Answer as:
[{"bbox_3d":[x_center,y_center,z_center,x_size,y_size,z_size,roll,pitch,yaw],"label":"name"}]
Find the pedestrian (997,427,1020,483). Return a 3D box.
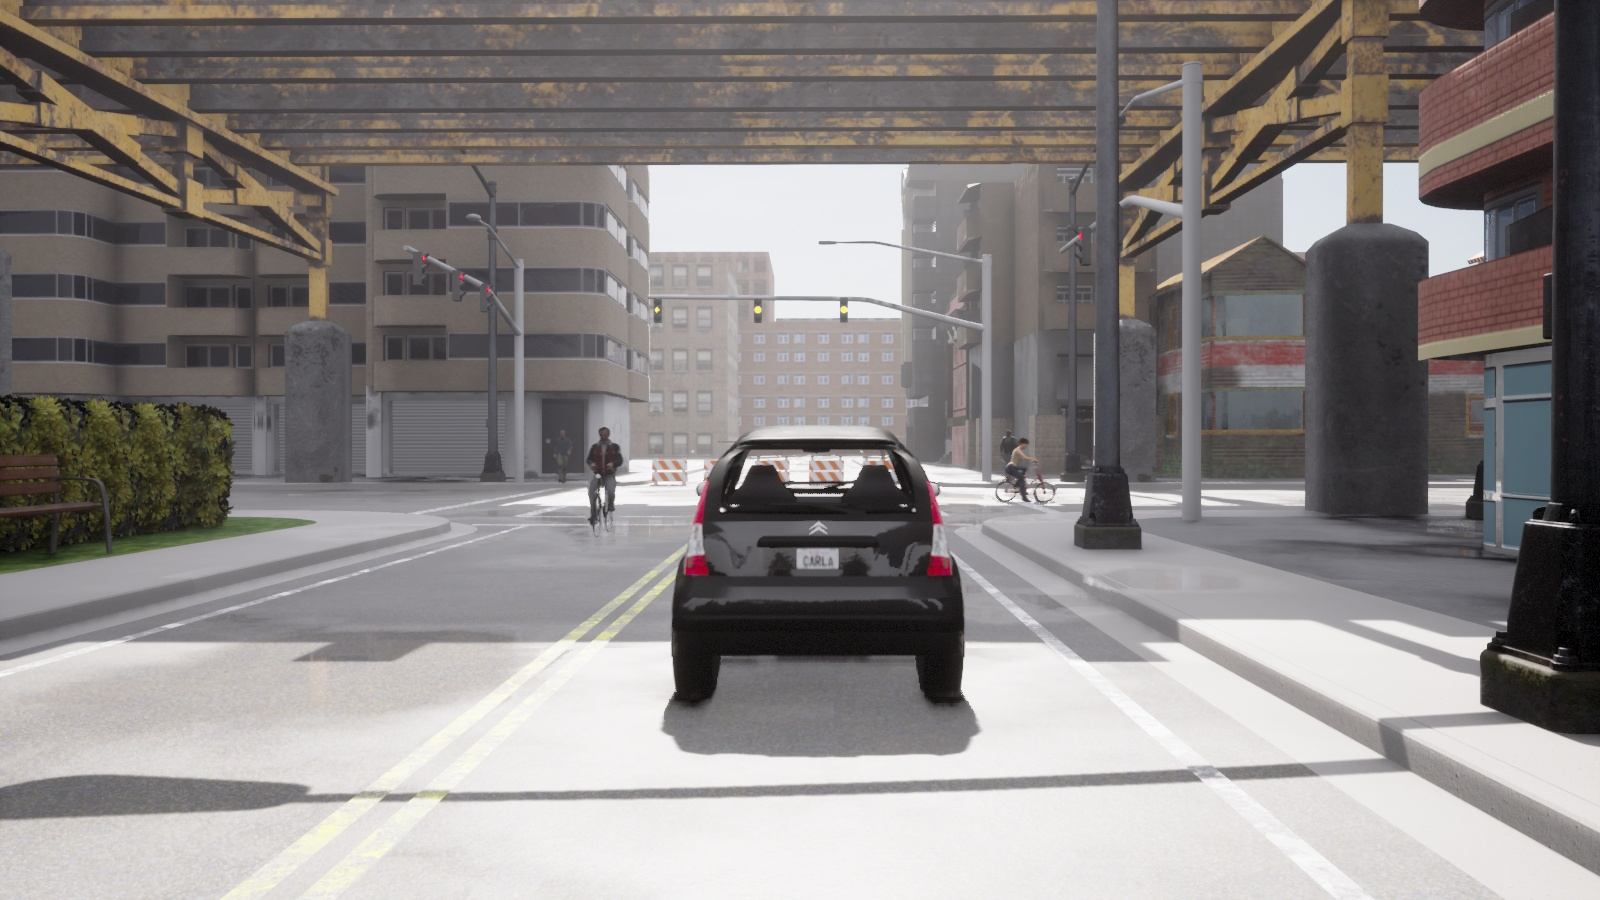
[{"bbox_3d":[7.154,0.174,43.070,0.563,1.883,0.849,0,0,26],"label":"pedestrian"}]

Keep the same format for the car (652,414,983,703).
[{"bbox_3d":[0.126,0.594,9.023,1.851,1.617,3.988,0,0,1],"label":"car"}]

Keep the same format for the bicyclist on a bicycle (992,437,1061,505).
[{"bbox_3d":[5.623,0.513,31.208,1.509,1.612,0.866,2,0,1],"label":"bicyclist on a bicycle"}]

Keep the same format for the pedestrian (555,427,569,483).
[{"bbox_3d":[-7.894,0.150,41.673,0.402,1.842,0.726,0,0,-6],"label":"pedestrian"}]

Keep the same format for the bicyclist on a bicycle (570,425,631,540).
[{"bbox_3d":[-3.204,0.500,20.277,0.659,1.776,1.843,0,0,1],"label":"bicyclist on a bicycle"}]
